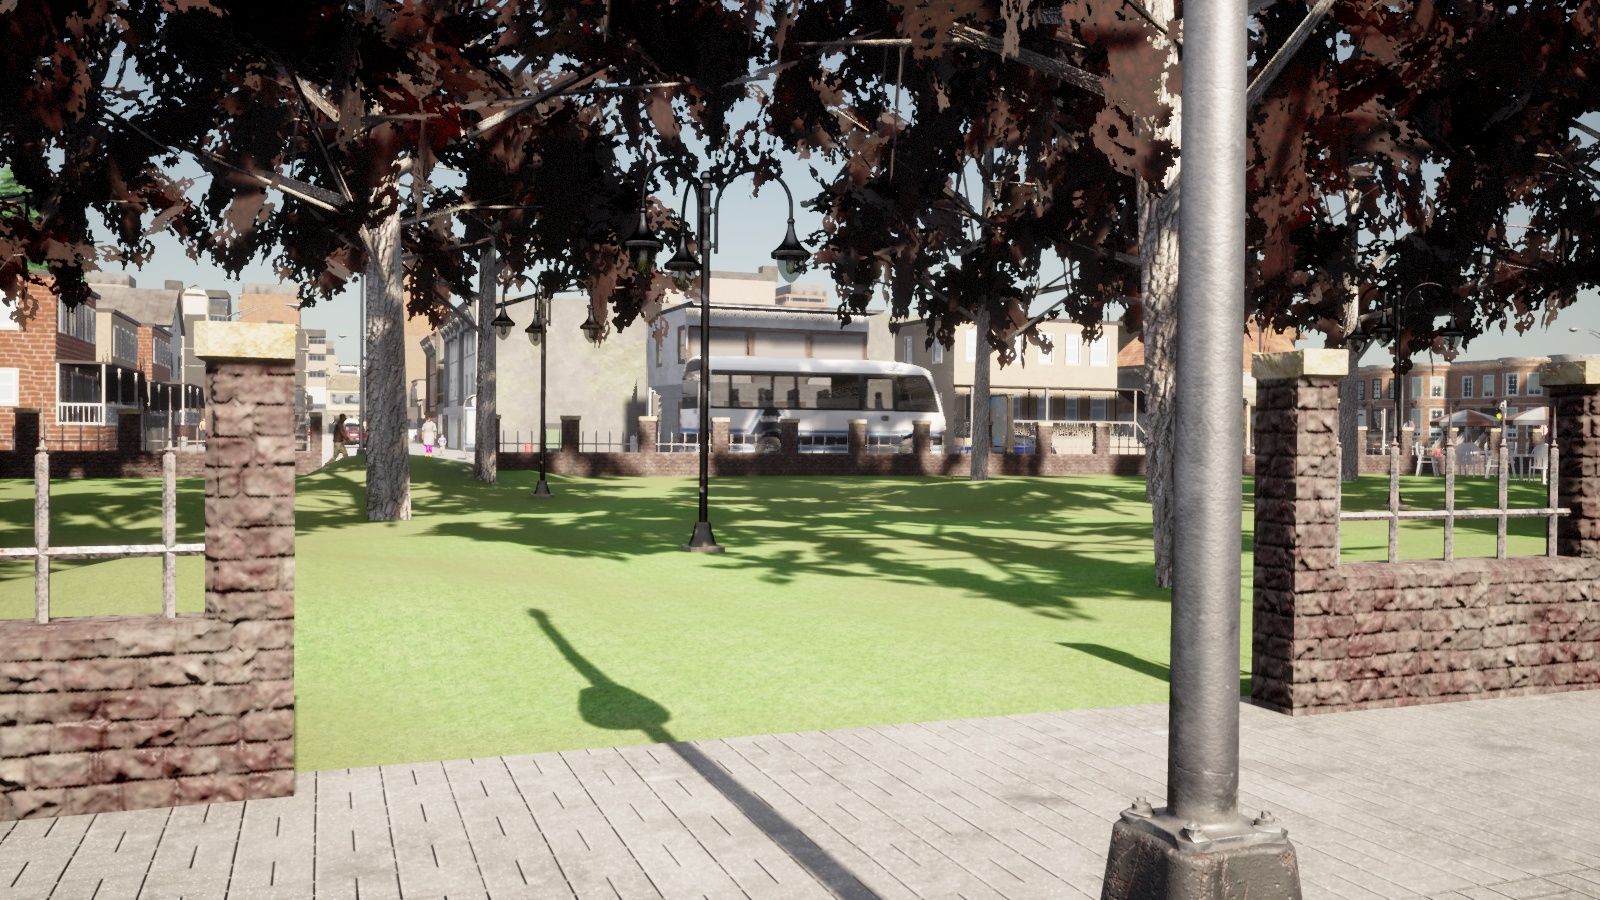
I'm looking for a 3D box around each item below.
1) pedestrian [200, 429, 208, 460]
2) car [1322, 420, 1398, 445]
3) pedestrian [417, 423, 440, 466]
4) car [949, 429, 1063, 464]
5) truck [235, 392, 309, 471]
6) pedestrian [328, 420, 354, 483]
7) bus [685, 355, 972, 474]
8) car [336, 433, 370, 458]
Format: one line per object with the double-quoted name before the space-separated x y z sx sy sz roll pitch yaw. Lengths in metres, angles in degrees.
"pedestrian" -36.296 -0.344 76.469 0.345 1.836 0.594 -1 1 -27
"car" 38.989 -1.203 87.493 2.242 1.667 4.611 -1 1 -21
"pedestrian" -17.085 -0.247 57.762 0.659 1.952 0.873 0 1 9
"car" 9.145 -0.181 55.699 4.674 1.442 1.812 -1 1 -21
"truck" -24.807 -0.881 59.283 2.891 3.462 7.936 -1 1 -21
"pedestrian" -13.546 0.051 37.069 0.703 1.840 0.431 -1 1 -21
"bus" 1.058 -1.376 48.304 10.273 4.253 3.944 -1 1 -19
"car" -30.305 -0.329 85.098 2.033 1.649 4.856 -1 1 -21
